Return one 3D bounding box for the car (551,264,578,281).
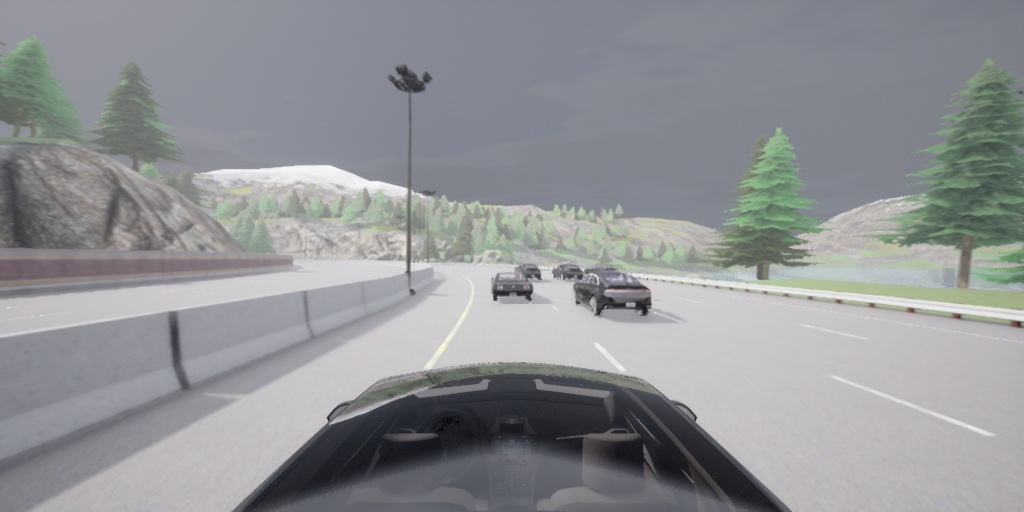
[{"bbox_3d":[5.030,1.500,33.056,1.837,1.490,4.892,1,0,-10],"label":"car"}]

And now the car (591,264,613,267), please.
[{"bbox_3d":[8.389,1.512,34.012,2.128,1.511,4.902,1,0,-10],"label":"car"}]

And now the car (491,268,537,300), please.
[{"bbox_3d":[-0.110,1.466,18.391,1.895,1.301,4.718,0,0,-4],"label":"car"}]

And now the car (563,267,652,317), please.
[{"bbox_3d":[3.621,1.346,13.787,2.128,1.511,4.902,1,0,-3],"label":"car"}]

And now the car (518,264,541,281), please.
[{"bbox_3d":[1.402,1.483,33.503,1.837,1.490,4.892,1,0,-11],"label":"car"}]
